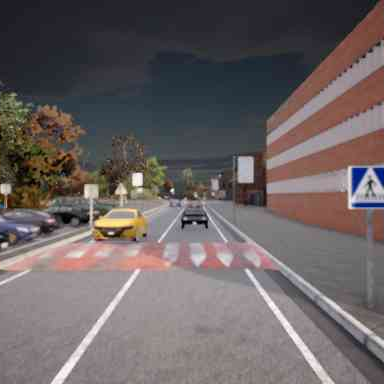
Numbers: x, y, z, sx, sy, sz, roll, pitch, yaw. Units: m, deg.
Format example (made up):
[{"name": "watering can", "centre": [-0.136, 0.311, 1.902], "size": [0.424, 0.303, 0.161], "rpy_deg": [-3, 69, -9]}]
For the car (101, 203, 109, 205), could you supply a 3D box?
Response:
[{"name": "car", "centre": [-9.458, 1.700, 26.550], "size": [4.674, 1.452, 2.002], "rpy_deg": [0, 0, 0]}]

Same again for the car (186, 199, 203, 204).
[{"name": "car", "centre": [0.313, 1.717, 41.398], "size": [2.097, 1.767, 4.553], "rpy_deg": [0, 0, 1]}]

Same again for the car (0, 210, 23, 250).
[{"name": "car", "centre": [-9.380, 1.583, 12.420], "size": [4.792, 1.488, 2.163], "rpy_deg": [0, 0, 0]}]

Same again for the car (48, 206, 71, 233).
[{"name": "car", "centre": [-9.427, 1.638, 18.072], "size": [4.674, 1.452, 2.002], "rpy_deg": [0, 0, 0]}]

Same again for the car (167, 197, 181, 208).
[{"name": "car", "centre": [-2.892, 1.997, 58.617], "size": [1.812, 1.442, 4.674], "rpy_deg": [0, 0, 1]}]

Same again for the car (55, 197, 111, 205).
[{"name": "car", "centre": [-9.442, 1.428, 29.377], "size": [5.566, 2.045, 2.435], "rpy_deg": [0, 0, 0]}]

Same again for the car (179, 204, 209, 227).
[{"name": "car", "centre": [0.192, 1.830, 24.505], "size": [1.895, 1.301, 4.718], "rpy_deg": [0, -1, 0]}]

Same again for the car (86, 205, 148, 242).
[{"name": "car", "centre": [-3.309, 1.565, 16.171], "size": [1.882, 1.535, 5.008], "rpy_deg": [0, -3, 0]}]

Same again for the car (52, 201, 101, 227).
[{"name": "car", "centre": [-9.445, 1.641, 23.723], "size": [5.008, 1.535, 2.097], "rpy_deg": [0, 0, 0]}]

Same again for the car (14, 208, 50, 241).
[{"name": "car", "centre": [-9.422, 1.616, 15.246], "size": [4.674, 1.452, 2.002], "rpy_deg": [0, 0, 0]}]
